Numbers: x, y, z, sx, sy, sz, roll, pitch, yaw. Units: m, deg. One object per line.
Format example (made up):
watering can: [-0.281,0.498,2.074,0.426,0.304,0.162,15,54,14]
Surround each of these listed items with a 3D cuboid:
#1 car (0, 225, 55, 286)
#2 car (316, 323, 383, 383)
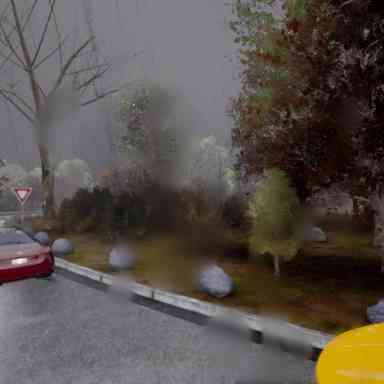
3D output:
car: [-5.490,1.605,9.106,4.181,1.385,1.994,-1,0,43]
car: [3.217,1.481,1.598,5.008,1.535,1.882,1,0,34]
